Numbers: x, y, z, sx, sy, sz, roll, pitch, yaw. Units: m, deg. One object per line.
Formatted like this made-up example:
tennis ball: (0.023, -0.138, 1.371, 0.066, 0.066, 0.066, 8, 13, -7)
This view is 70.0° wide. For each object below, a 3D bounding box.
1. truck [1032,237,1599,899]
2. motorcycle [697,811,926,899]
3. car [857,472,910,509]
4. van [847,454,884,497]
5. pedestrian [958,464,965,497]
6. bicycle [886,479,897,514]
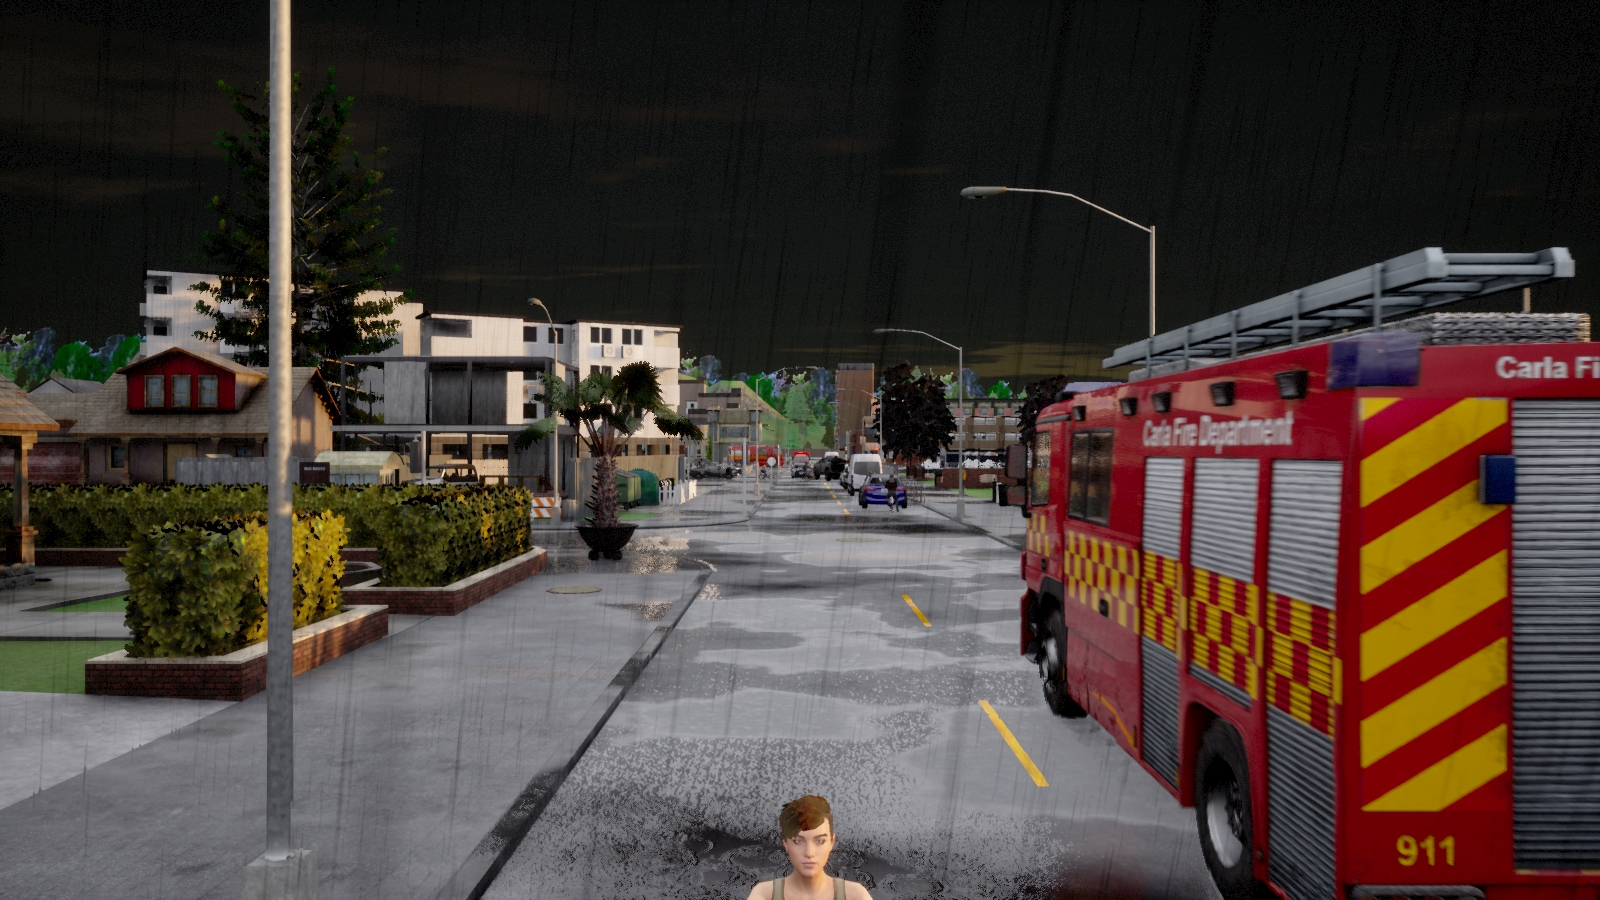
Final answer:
truck: (4.247, 0.890, 9.724, 2.891, 3.827, 8.468, 0, 0, 0)
motorcycle: (0.039, 2.155, 3.558, 0.764, 1.307, 2.356, 0, 0, 0)
car: (4.046, 1.967, 56.171, 2.242, 1.667, 4.611, 0, 0, 0)
van: (4.045, 1.534, 71.355, 1.988, 2.561, 5.915, 0, 0, 0)
pedestrian: (9.293, 1.744, 65.672, 0.375, 1.860, 0.375, 0, 0, -1)
bicycle: (4.077, 2.060, 50.936, 0.329, 1.471, 1.835, 0, 0, 0)
